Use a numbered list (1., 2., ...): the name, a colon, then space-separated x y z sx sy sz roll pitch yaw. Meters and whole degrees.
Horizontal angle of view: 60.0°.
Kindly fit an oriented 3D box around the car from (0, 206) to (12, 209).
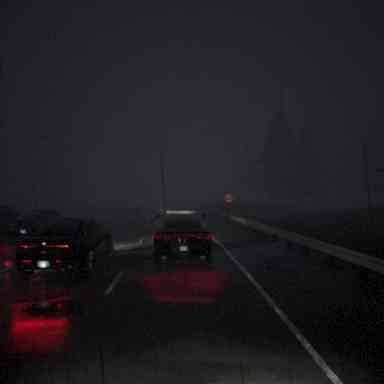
1. car: -11.566 1.568 20.125 2.128 1.511 4.902 0 0 -6

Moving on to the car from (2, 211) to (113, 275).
1. car: -3.801 1.539 10.635 1.837 1.490 4.892 0 0 -3

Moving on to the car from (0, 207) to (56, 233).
1. car: -7.766 1.585 17.225 1.812 1.442 4.674 0 0 -5

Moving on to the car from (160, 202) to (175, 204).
1. car: -2.252 1.597 30.194 1.812 1.442 4.674 0 0 -8

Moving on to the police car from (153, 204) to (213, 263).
1. police car: -0.387 1.453 12.322 1.930 1.638 5.238 0 0 -3
